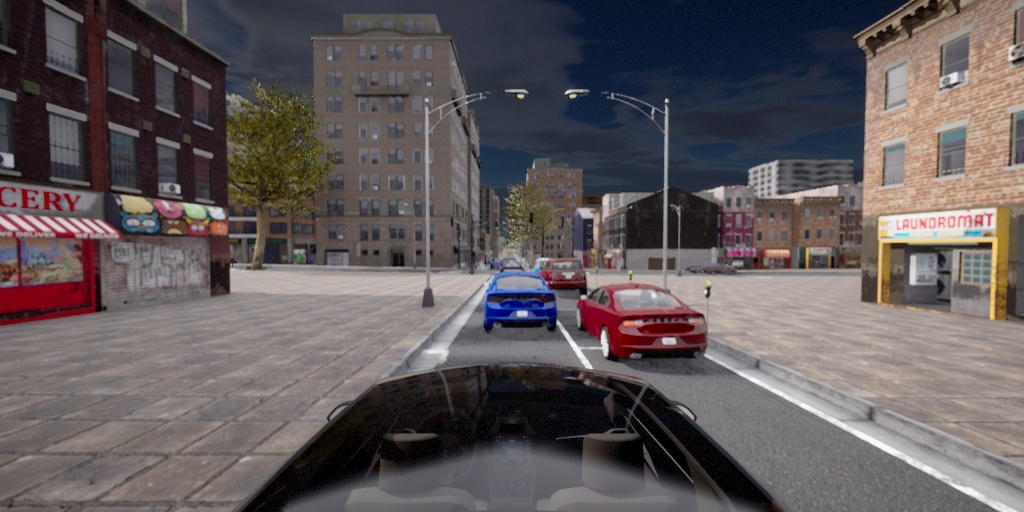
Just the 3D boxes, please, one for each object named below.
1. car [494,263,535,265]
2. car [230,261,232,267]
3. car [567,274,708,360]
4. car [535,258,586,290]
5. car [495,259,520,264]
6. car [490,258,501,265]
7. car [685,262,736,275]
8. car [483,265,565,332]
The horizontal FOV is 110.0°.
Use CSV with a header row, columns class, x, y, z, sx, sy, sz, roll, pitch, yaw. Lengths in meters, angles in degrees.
class,x,y,z,sx,sy,sz,roll,pitch,yaw
car,0.078,1.286,19.442,1.994,1.385,4.181,0,0,-1
car,-33.737,0.693,39.547,4.902,1.511,2.128,1,2,0
car,2.633,1.280,8.200,1.888,1.381,4.507,0,0,0
car,2.622,1.037,18.779,2.192,1.841,5.009,0,0,0
car,0.042,1.211,28.432,2.128,1.511,4.902,0,0,0
car,-2.785,1.375,65.385,2.150,2.045,5.566,0,-1,1
car,23.570,1.436,42.601,5.357,1.411,2.033,0,2,0
car,0.146,1.208,10.887,1.882,1.535,5.008,0,0,-2
